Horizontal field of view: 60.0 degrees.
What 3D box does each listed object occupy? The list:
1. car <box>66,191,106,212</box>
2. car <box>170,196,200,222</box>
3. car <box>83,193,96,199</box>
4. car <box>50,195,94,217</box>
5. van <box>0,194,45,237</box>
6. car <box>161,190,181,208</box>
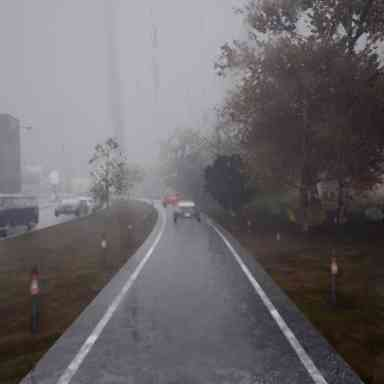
[{"bbox_3d":[-10.389,0.896,33.152,2.435,2.045,5.566,1,-1,-9],"label":"car"},{"bbox_3d":[-0.464,1.309,24.154,1.812,1.442,4.674,0,1,-4],"label":"car"},{"bbox_3d":[-26.596,1.099,86.367,2.231,1.521,4.892,2,-2,-28],"label":"car"},{"bbox_3d":[-9.866,1.238,27.617,2.002,1.452,4.674,0,-1,-5],"label":"car"},{"bbox_3d":[-9.253,1.066,16.378,1.878,1.987,4.442,0,-1,-2],"label":"van"},{"bbox_3d":[-2.579,0.821,41.413,2.150,2.045,5.566,0,1,-10],"label":"car"}]
